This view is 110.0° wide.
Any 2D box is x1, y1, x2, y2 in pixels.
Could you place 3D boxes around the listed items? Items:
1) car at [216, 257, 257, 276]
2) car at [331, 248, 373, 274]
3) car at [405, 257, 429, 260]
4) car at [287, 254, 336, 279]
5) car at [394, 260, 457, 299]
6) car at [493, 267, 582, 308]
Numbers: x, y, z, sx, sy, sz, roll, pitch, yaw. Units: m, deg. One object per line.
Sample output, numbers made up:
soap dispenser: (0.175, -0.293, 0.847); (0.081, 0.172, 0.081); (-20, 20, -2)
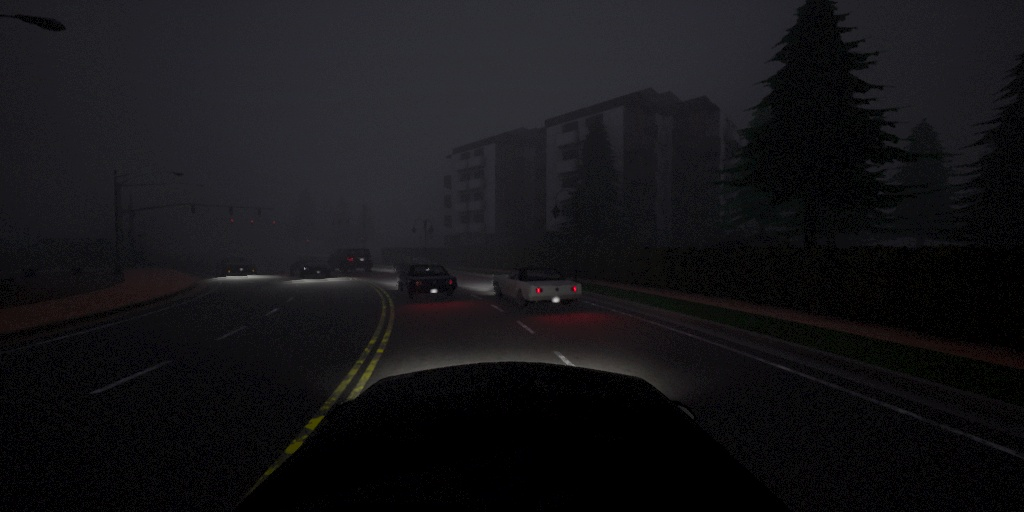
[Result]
car: (-21.122, 0.758, 27.421); (4.181, 1.385, 1.994); (1, 2, 43)
car: (-13.639, 0.350, 30.032); (2.150, 2.045, 5.566); (-1, 2, -44)
car: (-7.815, 0.751, 28.833); (1.895, 1.301, 4.718); (-1, 2, -39)
car: (-14.366, 0.758, 25.431); (1.812, 1.442, 4.674); (-1, 2, -42)
car: (-3.947, 1.033, 16.068); (1.895, 1.301, 4.718); (-1, 1, -24)
car: (0.710, 1.081, 13.714); (1.895, 1.301, 4.718); (0, 1, -19)
